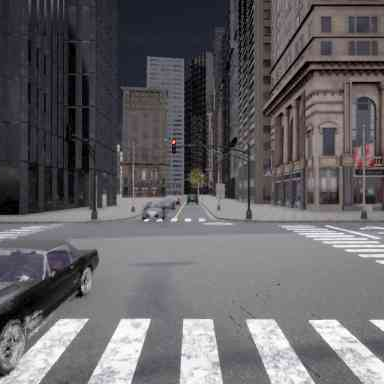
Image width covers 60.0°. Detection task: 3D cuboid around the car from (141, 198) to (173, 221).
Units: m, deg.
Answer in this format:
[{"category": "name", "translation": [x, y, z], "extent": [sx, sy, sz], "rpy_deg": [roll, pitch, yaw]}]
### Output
[{"category": "car", "translation": [-3.057, 1.521, 27.908], "extent": [2.128, 1.511, 4.902], "rpy_deg": [0, 0, 0]}]

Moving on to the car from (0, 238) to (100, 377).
[{"category": "car", "translation": [-3.107, 1.565, 5.618], "extent": [1.895, 1.301, 4.718], "rpy_deg": [0, 1, 0]}]

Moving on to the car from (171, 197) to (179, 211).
[{"category": "car", "translation": [-3.064, 1.562, 42.357], "extent": [1.837, 1.490, 4.892], "rpy_deg": [0, 0, 0]}]

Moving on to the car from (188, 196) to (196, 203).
[{"category": "car", "translation": [0.000, 1.657, 75.286], "extent": [1.837, 1.490, 4.892], "rpy_deg": [0, 0, 0]}]

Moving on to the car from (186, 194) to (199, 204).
[{"category": "car", "translation": [0.105, 1.342, 64.710], "extent": [2.150, 2.045, 5.566], "rpy_deg": [0, 0, 0]}]
